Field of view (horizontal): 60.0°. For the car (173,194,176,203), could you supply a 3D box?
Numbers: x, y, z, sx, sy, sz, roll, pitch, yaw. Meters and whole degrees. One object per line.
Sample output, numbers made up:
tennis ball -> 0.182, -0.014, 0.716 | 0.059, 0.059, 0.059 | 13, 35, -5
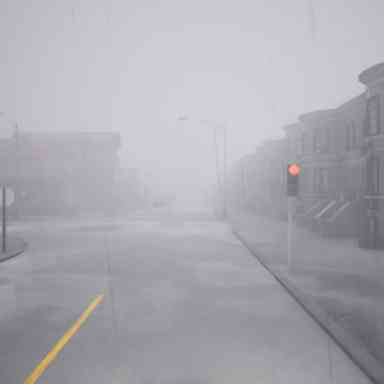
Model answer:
car -> -3.990, 1.149, 60.877 | 1.882, 1.535, 5.008 | 0, 0, 1

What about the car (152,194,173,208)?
car -> -4.068, 1.311, 43.761 | 2.033, 1.411, 5.357 | 0, 0, 0
